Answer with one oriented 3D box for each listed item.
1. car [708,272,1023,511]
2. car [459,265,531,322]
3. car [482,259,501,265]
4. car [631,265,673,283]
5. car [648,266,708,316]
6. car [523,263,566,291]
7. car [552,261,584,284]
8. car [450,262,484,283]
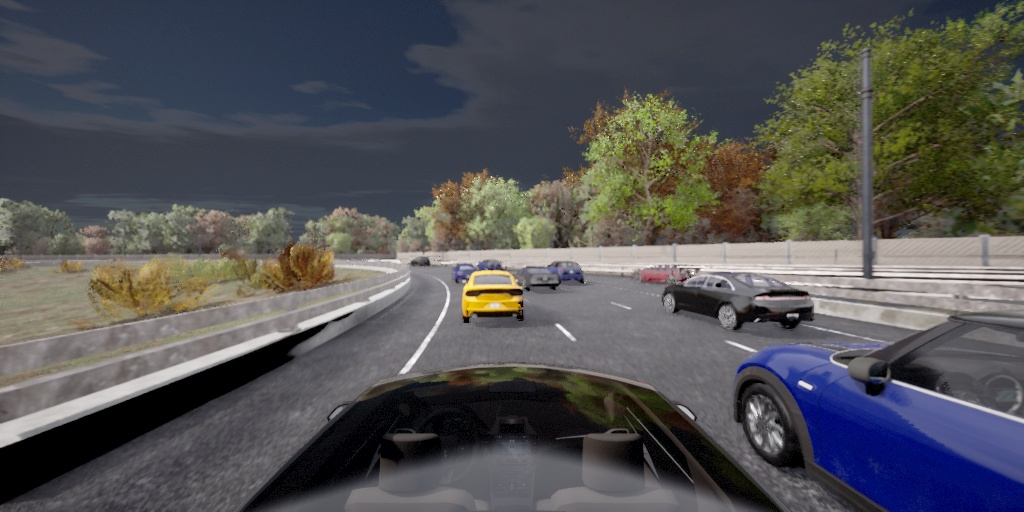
[{"bbox_3d":[3.432,1.088,2.036,2.097,1.767,4.553,0,0,0],"label":"car"},{"bbox_3d":[-0.740,1.257,12.595,1.882,1.535,5.008,0,0,-6],"label":"car"},{"bbox_3d":[-3.079,1.207,47.654,2.097,1.767,4.553,0,0,-27],"label":"car"},{"bbox_3d":[10.919,1.315,26.342,1.994,1.385,4.181,0,0,-37],"label":"car"},{"bbox_3d":[6.442,1.238,10.946,2.128,1.511,4.902,0,0,-6],"label":"car"},{"bbox_3d":[1.338,1.341,22.330,2.033,1.411,5.357,0,0,-11],"label":"car"},{"bbox_3d":[3.725,1.149,27.415,2.097,1.767,4.553,0,0,-13],"label":"car"},{"bbox_3d":[-3.751,1.355,28.547,1.812,1.442,4.674,0,0,-14],"label":"car"}]
